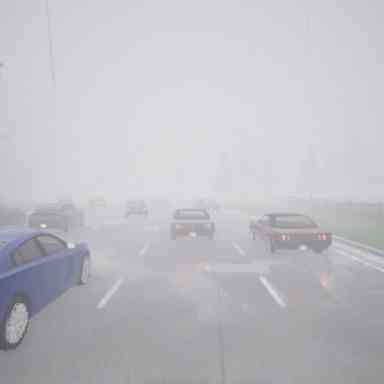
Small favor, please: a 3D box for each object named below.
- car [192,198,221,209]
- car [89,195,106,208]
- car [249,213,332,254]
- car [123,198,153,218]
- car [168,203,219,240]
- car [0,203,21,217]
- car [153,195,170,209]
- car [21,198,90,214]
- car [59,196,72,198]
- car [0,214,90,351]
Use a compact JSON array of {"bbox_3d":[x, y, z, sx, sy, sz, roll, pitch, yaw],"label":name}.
[{"bbox_3d":[1.287,1.270,33.134,1.895,1.301,4.718,0,1,-13],"label":"car"},{"bbox_3d":[-11.367,1.082,39.731,1.882,1.535,5.008,0,0,-18],"label":"car"},{"bbox_3d":[3.533,1.471,12.947,1.895,1.301,4.718,0,1,-1],"label":"car"},{"bbox_3d":[-4.607,1.275,27.311,2.033,1.411,5.357,0,1,-11],"label":"car"},{"bbox_3d":[-0.075,1.440,16.049,1.895,1.301,4.718,0,1,-3],"label":"car"},{"bbox_3d":[-10.724,1.312,17.975,2.128,1.511,4.902,0,1,-4],"label":"car"},{"bbox_3d":[-3.883,1.136,39.110,1.812,1.442,4.674,0,1,-16],"label":"car"},{"bbox_3d":[-7.248,1.322,18.240,1.837,1.490,4.892,1,0,-4],"label":"car"},{"bbox_3d":[-14.737,1.140,38.795,1.812,1.442,4.674,0,0,-18],"label":"car"},{"bbox_3d":[-3.399,1.416,6.125,1.882,1.535,5.008,0,1,0],"label":"car"}]
